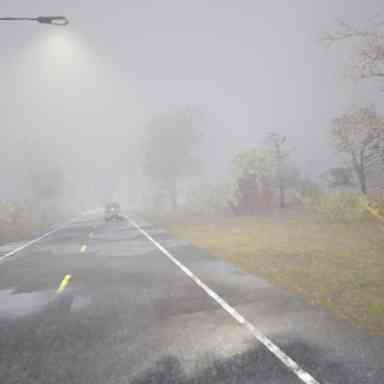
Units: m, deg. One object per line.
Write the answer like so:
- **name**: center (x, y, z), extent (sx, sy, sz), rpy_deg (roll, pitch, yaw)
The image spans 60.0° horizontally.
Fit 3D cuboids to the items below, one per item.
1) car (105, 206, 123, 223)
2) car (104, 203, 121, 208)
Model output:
- **car**: center (-8.757, 2.646, 37.290), extent (1.895, 1.301, 4.718), rpy_deg (-4, -1, -14)
- **car**: center (-11.319, 2.584, 47.563), extent (2.150, 2.045, 5.566), rpy_deg (-4, -1, -14)
